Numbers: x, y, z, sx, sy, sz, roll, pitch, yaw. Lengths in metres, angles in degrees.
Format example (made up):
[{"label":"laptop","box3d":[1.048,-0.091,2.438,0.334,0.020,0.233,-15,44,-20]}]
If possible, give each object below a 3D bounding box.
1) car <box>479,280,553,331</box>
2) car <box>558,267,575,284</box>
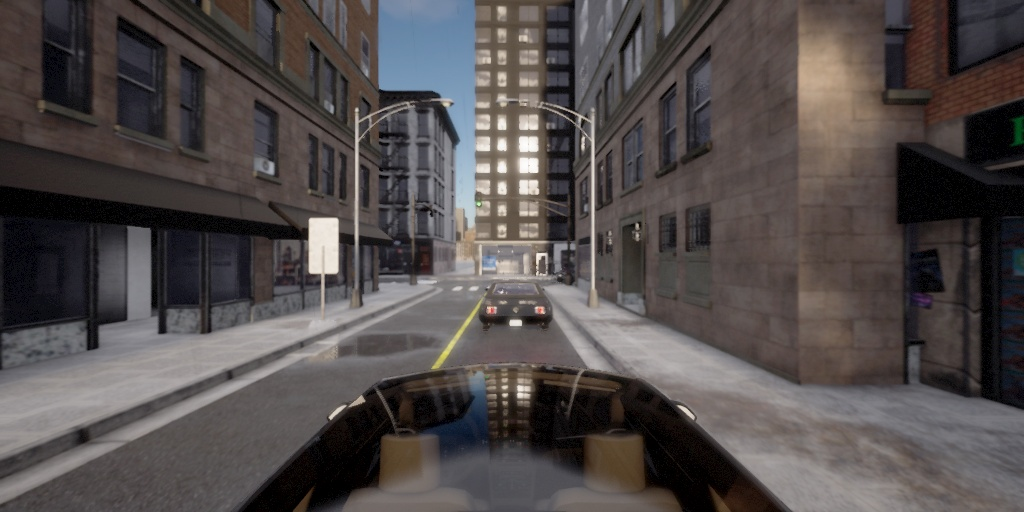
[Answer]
[{"label":"car","box3d":[0.098,1.394,11.163,1.895,1.301,4.718,0,0,0]},{"label":"car","box3d":[5.601,1.445,27.272,4.181,1.385,1.994,0,-1,-15]}]
